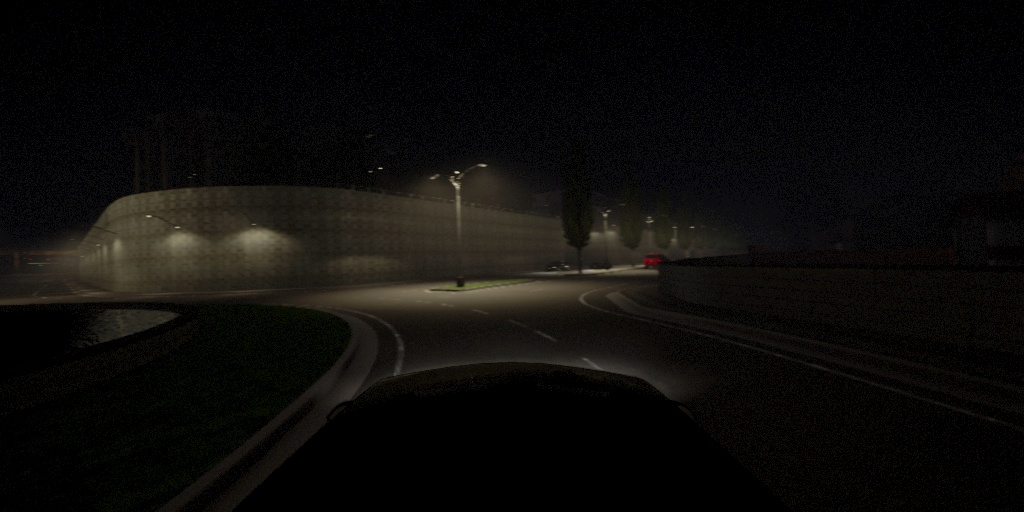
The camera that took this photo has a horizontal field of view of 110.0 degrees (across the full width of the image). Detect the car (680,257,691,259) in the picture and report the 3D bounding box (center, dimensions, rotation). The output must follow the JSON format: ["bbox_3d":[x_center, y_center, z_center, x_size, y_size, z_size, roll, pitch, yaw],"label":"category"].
[{"bbox_3d":[23.083,0.889,47.335,2.033,1.411,5.357,-2,-1,38],"label":"car"}]

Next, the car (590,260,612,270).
[{"bbox_3d":[13.236,1.288,53.426,1.994,1.385,4.181,-2,-1,38],"label":"car"}]

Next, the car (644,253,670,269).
[{"bbox_3d":[19.738,0.689,48.749,2.150,2.045,5.566,-2,0,38],"label":"car"}]

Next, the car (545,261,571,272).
[{"bbox_3d":[6.551,1.431,50.586,1.837,1.490,4.892,-2,-1,38],"label":"car"}]
